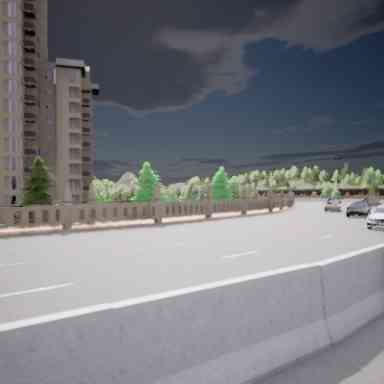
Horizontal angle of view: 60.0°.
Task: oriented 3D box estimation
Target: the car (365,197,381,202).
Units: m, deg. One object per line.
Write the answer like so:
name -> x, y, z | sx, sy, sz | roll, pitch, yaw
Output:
car -> 31.307, 1.674, 57.837 | 2.097, 1.767, 4.553 | -1, -1, 14

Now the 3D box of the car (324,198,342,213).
car -> 17.504, 1.808, 41.150 | 1.895, 1.301, 4.718 | 0, -1, 27

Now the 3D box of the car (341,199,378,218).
car -> 15.826, 1.675, 31.308 | 2.033, 1.411, 5.357 | 0, 0, 33

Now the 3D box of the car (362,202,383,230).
car -> 12.436, 1.590, 20.969 | 1.812, 1.442, 4.674 | 0, 0, 39
